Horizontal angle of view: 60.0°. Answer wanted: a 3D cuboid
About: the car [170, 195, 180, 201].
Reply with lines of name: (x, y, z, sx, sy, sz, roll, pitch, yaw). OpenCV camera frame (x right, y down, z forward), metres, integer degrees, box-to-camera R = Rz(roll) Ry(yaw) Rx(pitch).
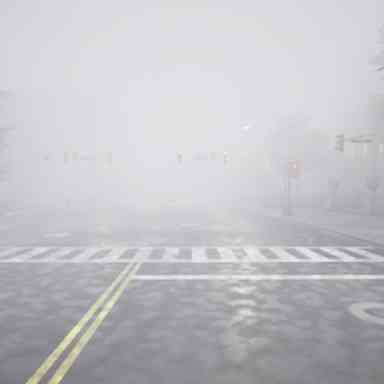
car: (-4.003, 1.373, 78.169, 2.033, 1.411, 5.357, 0, 0, -7)

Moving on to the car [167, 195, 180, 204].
car: (-3.545, 1.344, 62.372, 1.882, 1.535, 5.008, 0, 0, 0)

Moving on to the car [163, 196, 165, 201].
car: (-7.297, 1.361, 76.542, 1.812, 1.442, 4.674, 0, 0, -7)

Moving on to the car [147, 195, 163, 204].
car: (-7.042, 1.347, 61.254, 1.882, 1.535, 5.008, 0, 0, 0)
